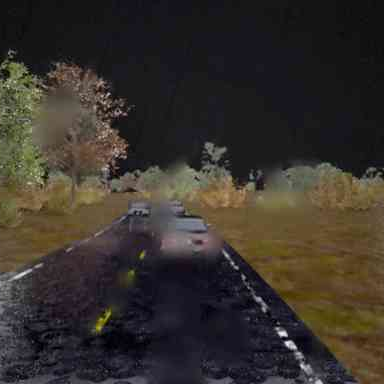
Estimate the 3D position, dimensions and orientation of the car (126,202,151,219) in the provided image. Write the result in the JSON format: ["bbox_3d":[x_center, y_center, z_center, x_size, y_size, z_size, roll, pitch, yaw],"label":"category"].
[{"bbox_3d":[-4.732,1.618,29.789,1.994,1.385,4.181,0,0,-6],"label":"car"}]

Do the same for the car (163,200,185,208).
[{"bbox_3d":[-1.705,1.544,31.536,2.128,1.511,4.902,0,0,-6],"label":"car"}]

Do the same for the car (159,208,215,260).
[{"bbox_3d":[-0.234,1.568,12.449,2.033,1.411,5.357,0,0,-2],"label":"car"}]
